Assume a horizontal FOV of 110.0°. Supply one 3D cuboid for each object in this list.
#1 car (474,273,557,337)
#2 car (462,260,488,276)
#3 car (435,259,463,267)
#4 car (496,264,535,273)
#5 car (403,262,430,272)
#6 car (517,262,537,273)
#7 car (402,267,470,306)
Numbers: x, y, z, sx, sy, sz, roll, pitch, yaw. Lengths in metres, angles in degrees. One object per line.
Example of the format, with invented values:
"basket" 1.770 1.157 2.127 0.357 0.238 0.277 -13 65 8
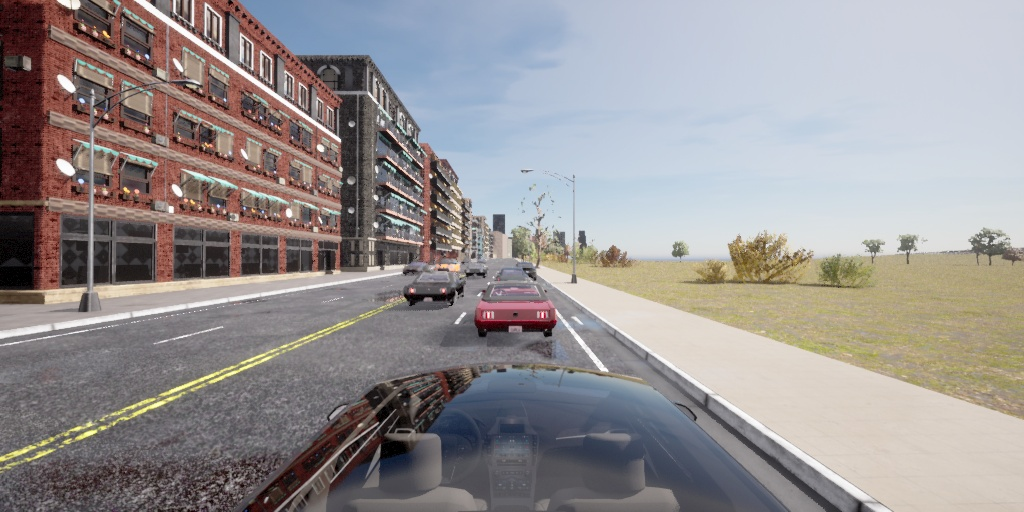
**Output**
"car" 0.074 1.352 10.246 1.895 1.301 4.718 0 0 0
"car" -3.250 1.355 33.771 1.895 1.301 4.718 0 0 0
"car" -6.711 1.105 37.233 2.097 1.767 4.553 0 0 0
"car" 0.034 1.317 20.277 1.994 1.385 4.181 0 0 0
"car" -9.964 1.301 37.848 2.033 1.411 5.357 0 0 0
"car" 1.049 1.259 30.270 1.837 1.490 4.892 0 0 0
"car" -3.194 1.353 15.833 1.895 1.301 4.718 0 0 0
